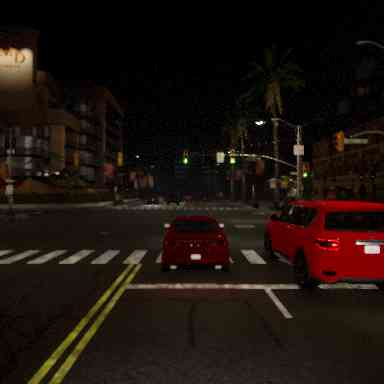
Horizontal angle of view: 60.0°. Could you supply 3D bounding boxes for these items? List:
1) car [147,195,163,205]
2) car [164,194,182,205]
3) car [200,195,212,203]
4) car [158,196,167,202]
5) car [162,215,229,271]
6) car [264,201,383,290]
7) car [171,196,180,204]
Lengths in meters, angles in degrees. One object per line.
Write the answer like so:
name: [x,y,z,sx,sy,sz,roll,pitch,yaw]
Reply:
car: [-7.004,1.694,60.964,1.994,1.385,4.181,0,0,0]
car: [-3.504,1.354,61.720,2.150,2.045,5.566,0,0,0]
car: [3.495,1.758,75.837,1.895,1.301,4.718,0,0,0]
car: [-7.005,1.670,79.402,1.837,1.490,4.892,0,0,0]
car: [0.082,1.501,11.013,1.882,1.535,5.008,0,0,-1]
car: [3.592,1.243,9.305,2.150,2.045,5.566,0,0,0]
car: [-3.505,1.677,71.436,1.812,1.442,4.674,0,0,0]
